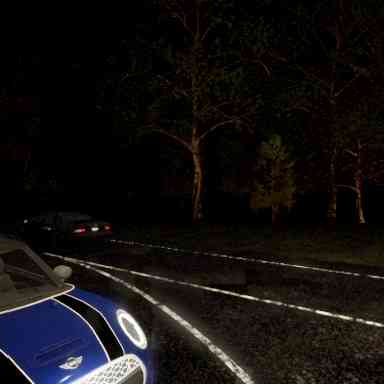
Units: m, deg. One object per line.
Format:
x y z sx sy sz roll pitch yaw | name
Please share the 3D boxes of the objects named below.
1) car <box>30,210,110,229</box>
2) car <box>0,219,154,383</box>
-5.741 1.477 14.363 5.357 1.411 2.033 0 0 37 | car
-2.582 1.338 3.726 4.553 1.767 2.097 1 0 35 | car
